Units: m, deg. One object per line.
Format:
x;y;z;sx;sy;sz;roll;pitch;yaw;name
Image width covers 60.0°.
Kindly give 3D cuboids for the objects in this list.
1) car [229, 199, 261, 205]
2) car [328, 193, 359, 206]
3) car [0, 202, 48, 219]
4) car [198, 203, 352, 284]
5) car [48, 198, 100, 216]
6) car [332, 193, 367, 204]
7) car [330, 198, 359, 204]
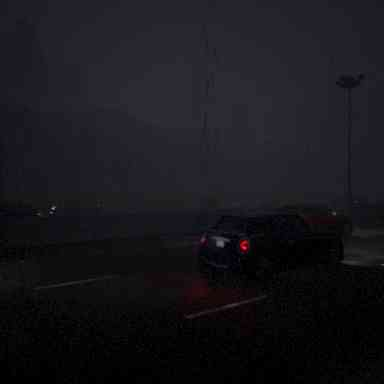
6.196;1.520;38.497;4.674;1.442;1.812;0;0;-35;car
25.840;1.207;56.697;5.566;2.045;2.150;0;0;-35;car
-10.580;1.353;17.941;4.553;1.767;2.097;0;0;-36;car
2.460;1.350;9.799;4.553;1.767;2.097;0;0;-36;car
-10.905;1.352;30.607;4.553;1.767;2.097;0;0;-35;car
21.516;1.209;45.088;5.566;2.045;2.150;0;0;-35;car
6.021;1.348;16.640;4.553;1.767;2.097;0;0;-35;car
